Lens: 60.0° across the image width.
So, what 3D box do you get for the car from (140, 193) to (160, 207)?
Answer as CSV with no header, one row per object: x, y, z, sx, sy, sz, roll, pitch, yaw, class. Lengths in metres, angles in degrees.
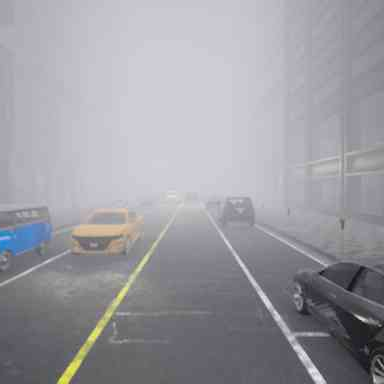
-5.781,1.257,43.828,1.887,1.381,4.507,0,0,0,car

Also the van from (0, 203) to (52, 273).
-5.766,1.271,10.118,1.690,1.788,3.998,0,0,0,van

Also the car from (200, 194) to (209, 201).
2.732,1.121,71.936,1.802,1.307,4.206,0,0,0,car

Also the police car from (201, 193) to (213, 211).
2.351,1.182,36.700,1.930,1.638,5.238,0,0,0,police car

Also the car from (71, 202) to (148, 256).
-3.106,1.388,12.992,1.882,1.535,5.008,0,0,0,car

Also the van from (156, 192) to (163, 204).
-5.783,1.019,49.445,1.690,1.788,3.998,0,0,0,van

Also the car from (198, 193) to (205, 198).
2.722,0.956,94.411,1.887,1.381,4.507,0,0,0,car

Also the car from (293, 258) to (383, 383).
2.761,1.534,4.513,1.947,1.339,4.313,0,0,0,car

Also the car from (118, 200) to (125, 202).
-5.774,1.345,26.803,1.752,1.417,4.829,0,0,0,car

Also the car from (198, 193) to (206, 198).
2.725,1.009,88.793,1.947,1.339,4.313,0,0,0,car

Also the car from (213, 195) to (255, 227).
2.754,1.170,21.367,2.192,1.841,5.009,0,0,0,car

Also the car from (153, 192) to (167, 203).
-5.788,0.924,60.682,2.192,1.841,5.009,0,0,0,car

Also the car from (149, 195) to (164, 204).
-5.786,1.194,55.065,2.008,1.369,4.403,0,0,0,car

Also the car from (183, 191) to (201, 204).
-0.023,0.867,54.757,2.150,2.045,5.566,0,0,0,car

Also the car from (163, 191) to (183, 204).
-3.095,0.874,53.572,2.150,2.045,5.566,0,0,0,car
